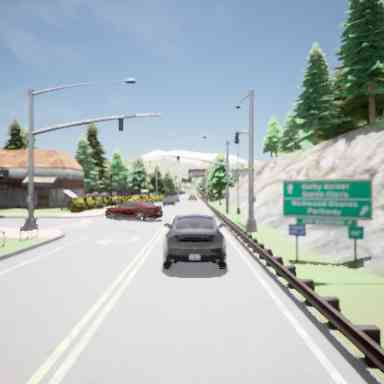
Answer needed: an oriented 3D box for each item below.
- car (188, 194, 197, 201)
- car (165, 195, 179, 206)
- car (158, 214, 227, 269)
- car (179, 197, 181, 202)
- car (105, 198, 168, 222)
[{"bbox_3d":[0.096,1.189,70.379,1.882,1.535,5.008,0,0,0],"label":"car"},{"bbox_3d":[-3.497,1.428,52.173,1.837,1.490,4.892,0,0,0],"label":"car"},{"bbox_3d":[0.095,1.486,11.162,1.837,1.490,4.892,0,0,1],"label":"car"},{"bbox_3d":[-3.412,1.425,67.710,1.812,1.442,4.674,0,0,0],"label":"car"},{"bbox_3d":[-4.767,1.503,26.862,5.008,1.535,1.882,0,-2,28],"label":"car"}]
